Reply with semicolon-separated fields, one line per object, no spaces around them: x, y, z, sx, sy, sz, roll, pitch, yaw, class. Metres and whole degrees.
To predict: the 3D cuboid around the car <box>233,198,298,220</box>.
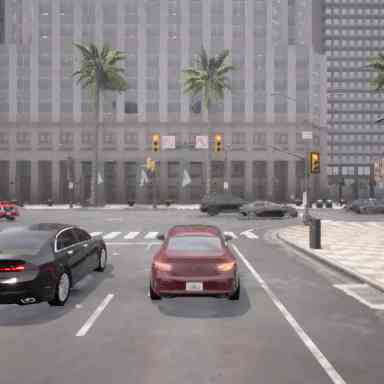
6.181;1.491;27.351;4.902;1.511;2.128;0;0;0;car

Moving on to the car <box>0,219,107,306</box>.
-3.439;1.505;8.000;1.837;1.490;4.892;0;0;0;car

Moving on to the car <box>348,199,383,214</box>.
19.032;1.564;34.539;4.181;1.385;1.994;0;0;0;car

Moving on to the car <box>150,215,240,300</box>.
0.070;1.526;8.255;1.812;1.442;4.674;0;0;1;car

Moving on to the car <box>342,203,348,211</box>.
19.751;1.491;38.039;4.902;1.511;2.128;0;0;0;car

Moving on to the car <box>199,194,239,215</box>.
3.433;1.221;30.853;5.566;2.045;2.150;0;0;0;car

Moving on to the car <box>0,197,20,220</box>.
-15.777;1.220;25.527;5.566;2.045;2.150;0;-1;26;car

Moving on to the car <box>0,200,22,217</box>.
-18.513;1.525;30.823;4.674;1.442;1.812;0;0;-1;car
